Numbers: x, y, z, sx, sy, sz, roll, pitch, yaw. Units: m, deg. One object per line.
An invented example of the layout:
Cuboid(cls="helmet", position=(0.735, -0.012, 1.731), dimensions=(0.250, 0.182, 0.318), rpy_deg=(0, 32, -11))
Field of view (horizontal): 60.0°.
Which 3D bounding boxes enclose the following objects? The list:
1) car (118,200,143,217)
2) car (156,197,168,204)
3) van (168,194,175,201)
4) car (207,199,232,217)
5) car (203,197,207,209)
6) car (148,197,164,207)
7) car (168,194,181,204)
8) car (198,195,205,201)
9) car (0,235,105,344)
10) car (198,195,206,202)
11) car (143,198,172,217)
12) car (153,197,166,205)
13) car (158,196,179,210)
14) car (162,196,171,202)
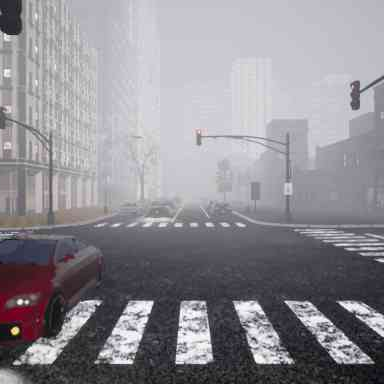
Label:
Cuboid(cls="car", position=(-5.707, 1.591, 30.855), dimensions=(1.802, 1.307, 4.206), rpy_deg=(0, 0, 0))
Cuboid(cls="car", position=(-5.727, 1.600, 64.101), dimensions=(1.947, 1.339, 4.313), rpy_deg=(0, 0, 0))
Cuboid(cls="van", position=(-5.743, 1.414, 91.805), dimensions=(1.690, 1.788, 3.998), rpy_deg=(0, 0, 0))
Cuboid(cls="car", position=(2.674, 1.554, 30.860), dimensions=(1.887, 1.381, 4.507), rpy_deg=(0, 0, 0))
Cuboid(cls="car", position=(2.667, 1.598, 41.943), dimensions=(1.802, 1.307, 4.206), rpy_deg=(0, 0, 0))
Cuboid(cls="car", position=(-5.720, 1.575, 53.019), dimensions=(2.008, 1.369, 4.403), rpy_deg=(0, 0, 0))
Cuboid(cls="car", position=(-3.048, 1.512, 63.893), dimensions=(1.882, 1.535, 5.008), rpy_deg=(0, 0, 0))
Cuboid(cls="car", position=(2.637, 1.639, 91.810), dimensions=(1.947, 1.339, 4.313), rpy_deg=(0, 0, 0))
Cuboid(cls="car", position=(-3.103, 1.564, 6.471), dimensions=(1.994, 1.385, 4.181), rpy_deg=(0, 0, 0))
Cuboid(cls="car", position=(2.647, 1.600, 75.187), dimensions=(2.008, 1.369, 4.403), rpy_deg=(0, 0, 0))
Cuboid(cls="car", position=(-3.136, 1.573, 31.036), dimensions=(1.994, 1.385, 4.181), rpy_deg=(0, 0, -2))
Cuboid(cls="car", position=(-5.724, 1.594, 58.559), dimensions=(1.947, 1.339, 4.313), rpy_deg=(0, 0, 0))
Cuboid(cls="car", position=(-3.121, 1.580, 43.291), dimensions=(1.994, 1.385, 4.181), rpy_deg=(0, 0, 0))
Cuboid(cls="car", position=(-5.734, 1.631, 75.181), dimensions=(1.802, 1.307, 4.206), rpy_deg=(0, 0, 0))
